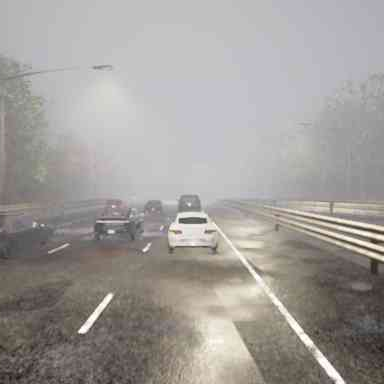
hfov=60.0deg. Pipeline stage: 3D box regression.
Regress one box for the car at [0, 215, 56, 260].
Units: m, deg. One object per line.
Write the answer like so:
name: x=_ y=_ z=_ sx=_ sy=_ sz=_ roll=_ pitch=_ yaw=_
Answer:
car: x=-6.968 y=1.554 z=12.414 sx=2.033 sy=1.411 sz=5.357 roll=0 pitch=0 yaw=-1

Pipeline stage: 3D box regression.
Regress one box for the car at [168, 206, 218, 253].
car: x=0.019 y=1.532 z=13.685 sx=1.812 sy=1.442 sz=4.674 roll=0 pitch=0 yaw=0

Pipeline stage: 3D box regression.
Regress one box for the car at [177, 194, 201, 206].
car: x=-0.272 y=1.248 z=32.195 sx=2.150 sy=2.045 sz=5.566 roll=0 pitch=0 yaw=-1

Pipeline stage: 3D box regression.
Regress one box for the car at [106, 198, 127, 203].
car: x=-7.291 y=1.381 z=32.828 sx=2.097 sy=1.767 sz=4.553 roll=0 pitch=0 yaw=-1

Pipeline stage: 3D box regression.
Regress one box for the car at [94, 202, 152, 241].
car: x=-3.516 y=1.501 z=16.791 sx=2.128 sy=1.511 sz=4.902 roll=0 pitch=0 yaw=-1

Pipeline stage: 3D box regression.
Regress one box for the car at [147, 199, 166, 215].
car: x=-3.829 y=1.508 z=34.611 sx=1.882 sy=1.535 sz=5.008 roll=0 pitch=0 yaw=-1
